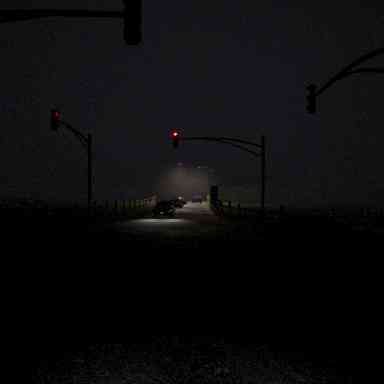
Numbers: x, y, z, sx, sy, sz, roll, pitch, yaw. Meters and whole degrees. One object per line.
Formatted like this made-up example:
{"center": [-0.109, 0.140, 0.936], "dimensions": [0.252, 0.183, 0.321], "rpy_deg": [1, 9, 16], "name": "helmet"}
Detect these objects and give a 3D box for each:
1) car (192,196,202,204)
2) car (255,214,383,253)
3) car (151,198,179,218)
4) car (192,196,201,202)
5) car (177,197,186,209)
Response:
{"center": [1.030, 1.495, 65.895], "dimensions": [1.882, 1.535, 5.008], "rpy_deg": [0, 0, 1], "name": "car"}
{"center": [5.543, 1.676, 14.496], "dimensions": [5.357, 1.411, 2.033], "rpy_deg": [1, 0, 30], "name": "car"}
{"center": [-2.486, 1.509, 29.850], "dimensions": [1.837, 1.490, 4.892], "rpy_deg": [0, 0, 1], "name": "car"}
{"center": [1.092, 1.617, 75.929], "dimensions": [1.895, 1.301, 4.718], "rpy_deg": [0, 0, 1], "name": "car"}
{"center": [-2.232, 1.558, 45.939], "dimensions": [2.033, 1.411, 5.357], "rpy_deg": [0, 0, 1], "name": "car"}
